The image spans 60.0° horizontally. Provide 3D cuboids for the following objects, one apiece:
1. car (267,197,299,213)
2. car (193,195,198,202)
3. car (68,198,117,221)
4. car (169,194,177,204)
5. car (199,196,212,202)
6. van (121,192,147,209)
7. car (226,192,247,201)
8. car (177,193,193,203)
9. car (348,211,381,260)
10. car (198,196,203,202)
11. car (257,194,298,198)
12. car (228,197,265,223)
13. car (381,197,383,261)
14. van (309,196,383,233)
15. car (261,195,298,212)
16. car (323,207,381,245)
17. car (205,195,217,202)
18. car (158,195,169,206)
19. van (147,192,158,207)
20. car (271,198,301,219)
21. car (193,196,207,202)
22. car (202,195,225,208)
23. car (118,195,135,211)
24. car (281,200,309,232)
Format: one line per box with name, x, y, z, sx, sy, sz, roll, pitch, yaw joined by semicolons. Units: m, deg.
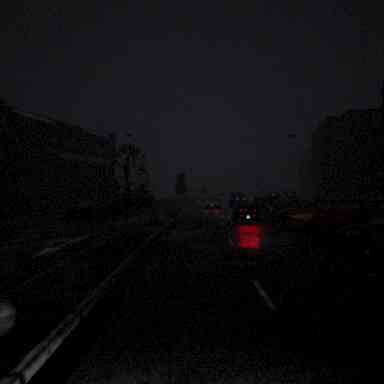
car;8.750;1.365;26.582;4.792;1.488;2.163;0;1;5
car;-0.888;1.257;70.007;2.185;1.767;4.553;0;-1;14
car;-7.957;1.348;26.259;2.097;1.535;5.008;0;0;5
car;-4.350;1.258;53.716;2.002;1.452;4.674;0;0;11
car;3.574;1.744;85.963;2.163;1.488;4.792;0;-1;18
van;-6.867;1.028;37.155;1.878;1.987;4.442;0;0;8
car;5.777;0.949;42.175;2.150;2.045;5.566;0;1;7
car;-2.180;1.053;64.550;2.435;2.045;5.566;0;-1;13
car;7.868;1.485;10.358;4.792;1.488;2.163;0;0;2
car;0.509;1.484;75.463;2.231;1.521;4.892;0;-1;16
car;9.494;1.278;34.869;4.792;1.488;2.163;0;0;7
car;3.899;1.382;24.430;1.837;1.490;4.892;0;0;4
car;7.888;1.217;7.629;5.566;2.045;2.435;0;0;1
van;8.177;1.198;15.678;4.442;1.987;1.878;0;0;2
car;8.949;1.309;29.307;4.892;1.521;2.231;0;1;6
car;7.961;1.481;12.972;4.674;1.452;2.002;0;0;2
car;5.342;1.711;91.413;2.185;1.767;4.553;0;-1;19
car;-5.283;1.248;48.253;2.002;1.452;4.674;0;0;9
van;-6.154;0.994;42.648;1.878;1.987;4.442;0;0;9
car;8.485;1.390;23.866;4.792;1.488;2.163;0;1;4
car;1.971;1.637;80.682;2.002;1.452;4.674;0;-1;17
car;2.767;1.331;42.282;1.895;1.301;4.718;0;0;8
car;-7.471;1.332;31.731;2.163;1.488;4.792;0;1;6
car;7.998;1.401;18.424;5.366;1.575;1.946;0;0;3
